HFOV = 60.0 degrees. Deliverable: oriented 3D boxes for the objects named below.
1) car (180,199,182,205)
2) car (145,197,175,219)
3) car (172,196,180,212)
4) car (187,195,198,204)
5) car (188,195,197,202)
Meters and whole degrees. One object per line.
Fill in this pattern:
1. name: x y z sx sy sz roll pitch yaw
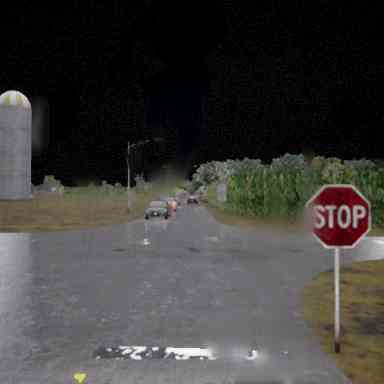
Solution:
1. car: -2.766 1.471 53.321 1.837 1.490 4.892 0 1 0
2. car: -2.855 1.497 28.893 1.837 1.490 4.892 0 0 2
3. car: -2.795 1.337 38.922 2.097 1.767 4.553 0 0 0
4. car: 0.078 1.439 60.779 1.882 1.535 5.008 0 0 0
5. car: 0.092 1.333 71.203 1.994 1.385 4.181 0 0 0
